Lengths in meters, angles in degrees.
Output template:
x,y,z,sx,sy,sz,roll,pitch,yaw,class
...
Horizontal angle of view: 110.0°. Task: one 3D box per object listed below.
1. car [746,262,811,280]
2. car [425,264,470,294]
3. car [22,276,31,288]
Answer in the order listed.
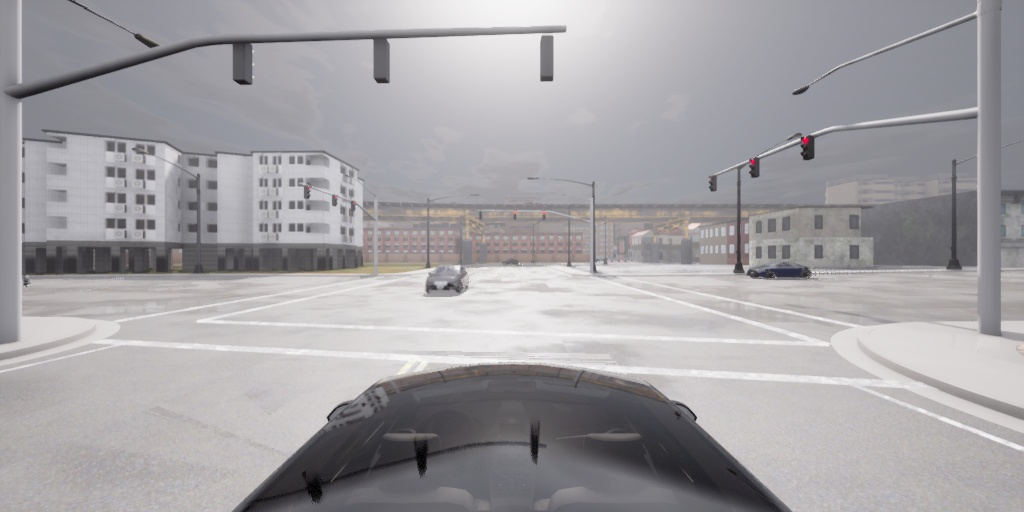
x,y,z,sx,sy,sz,roll,pitch,yaw,class
21.019,1.130,28.340,4.181,1.385,1.994,-1,0,1,car
-3.501,1.241,20.008,2.128,1.511,4.902,0,0,0,car
-29.048,1.346,18.985,4.718,1.301,1.895,0,0,-5,car
